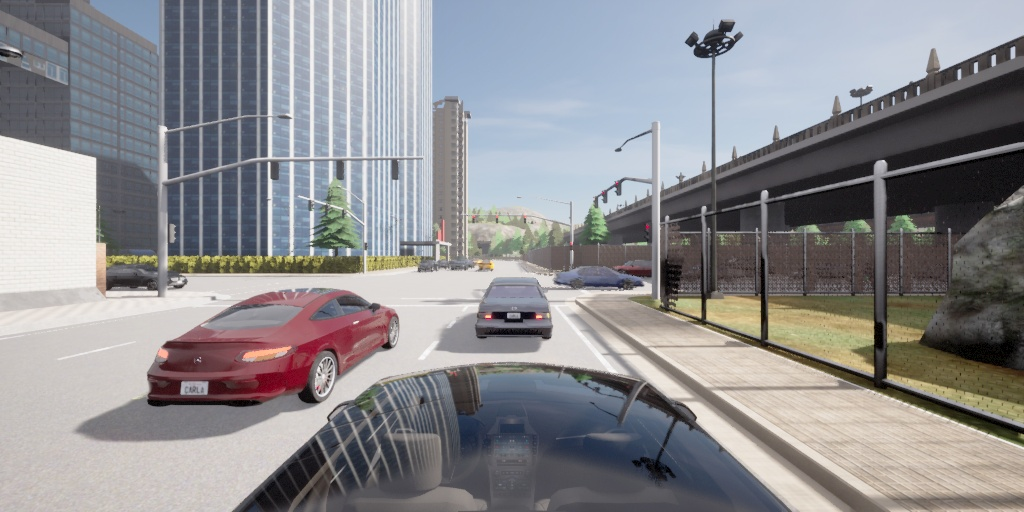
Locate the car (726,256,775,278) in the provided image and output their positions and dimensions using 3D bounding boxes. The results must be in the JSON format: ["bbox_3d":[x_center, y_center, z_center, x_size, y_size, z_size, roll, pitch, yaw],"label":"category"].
[{"bbox_3d":[20.777,1.027,32.701,5.566,2.045,2.150,0,0,0],"label":"car"}]

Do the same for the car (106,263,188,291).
[{"bbox_3d":[-22.584,1.331,21.840,4.674,1.442,1.812,0,0,0],"label":"car"}]

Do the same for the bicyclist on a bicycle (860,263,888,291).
[{"bbox_3d":[18.266,1.106,18.208,0.582,1.620,1.656,0,0,0],"label":"bicyclist on a bicycle"}]

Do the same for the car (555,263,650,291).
[{"bbox_3d":[5.204,1.333,21.937,5.357,1.411,2.033,1,0,0],"label":"car"}]

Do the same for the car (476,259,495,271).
[{"bbox_3d":[-3.484,1.227,49.806,1.882,1.535,5.008,0,0,0],"label":"car"}]

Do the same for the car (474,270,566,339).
[{"bbox_3d":[0.079,1.297,10.031,2.033,1.411,5.357,0,0,1],"label":"car"}]

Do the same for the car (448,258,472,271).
[{"bbox_3d":[-7.180,1.313,49.545,1.994,1.385,4.181,0,0,0],"label":"car"}]

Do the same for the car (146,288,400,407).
[{"bbox_3d":[-3.450,1.276,6.211,1.812,1.442,4.674,0,0,0],"label":"car"}]

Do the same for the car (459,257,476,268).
[{"bbox_3d":[-7.186,1.297,58.783,2.033,1.411,5.357,0,0,0],"label":"car"}]

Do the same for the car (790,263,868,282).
[{"bbox_3d":[25.412,1.297,29.218,4.902,1.511,2.128,0,0,0],"label":"car"}]

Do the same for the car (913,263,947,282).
[{"bbox_3d":[35.737,1.310,29.244,4.892,1.490,1.837,0,0,0],"label":"car"}]

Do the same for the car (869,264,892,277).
[{"bbox_3d":[31.384,1.353,32.741,5.357,1.411,2.033,0,0,0],"label":"car"}]

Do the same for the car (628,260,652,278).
[{"bbox_3d":[11.186,1.157,32.725,4.553,1.767,2.097,0,0,2],"label":"car"}]

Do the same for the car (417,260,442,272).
[{"bbox_3d":[-10.680,1.254,45.772,1.837,1.490,4.892,0,0,0],"label":"car"}]

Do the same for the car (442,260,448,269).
[{"bbox_3d":[-10.693,1.275,55.011,1.812,1.442,4.674,0,0,0],"label":"car"}]

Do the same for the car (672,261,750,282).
[{"bbox_3d":[15.833,1.353,29.181,5.357,1.411,2.033,0,0,0],"label":"car"}]
